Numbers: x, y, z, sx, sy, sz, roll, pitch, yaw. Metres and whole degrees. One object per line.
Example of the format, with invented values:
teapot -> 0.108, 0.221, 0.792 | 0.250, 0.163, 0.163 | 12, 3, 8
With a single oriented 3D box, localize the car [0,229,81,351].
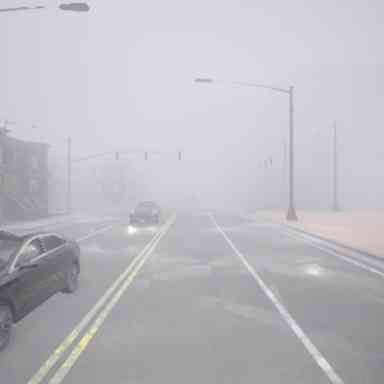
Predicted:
car -> -3.586, 1.515, 6.153 | 2.128, 1.511, 4.902 | 0, 0, 0

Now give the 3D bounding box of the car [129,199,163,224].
car -> -3.483, 1.447, 25.813 | 2.097, 1.767, 4.553 | 0, 0, 0

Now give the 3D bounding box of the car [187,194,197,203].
car -> 0.044, 1.192, 69.382 | 2.097, 1.767, 4.553 | 0, 5, 0
